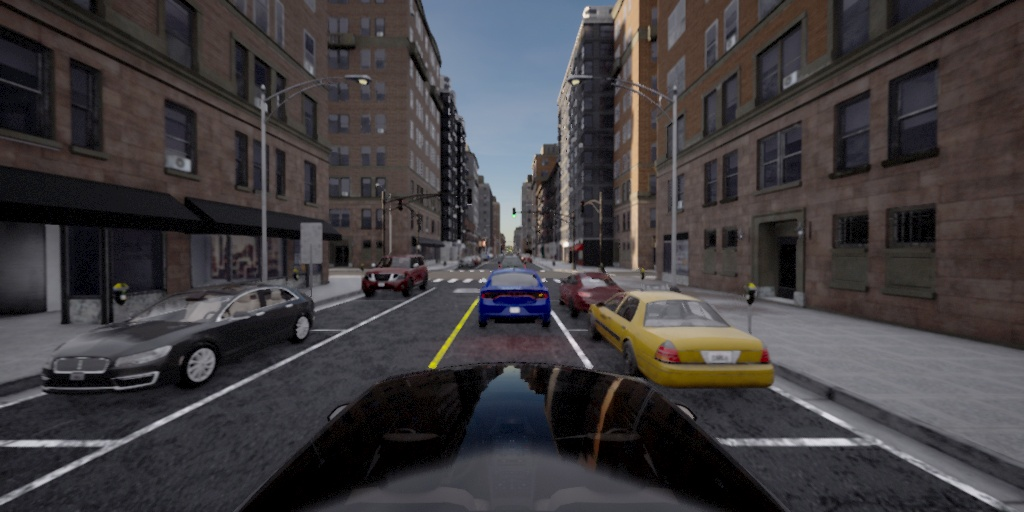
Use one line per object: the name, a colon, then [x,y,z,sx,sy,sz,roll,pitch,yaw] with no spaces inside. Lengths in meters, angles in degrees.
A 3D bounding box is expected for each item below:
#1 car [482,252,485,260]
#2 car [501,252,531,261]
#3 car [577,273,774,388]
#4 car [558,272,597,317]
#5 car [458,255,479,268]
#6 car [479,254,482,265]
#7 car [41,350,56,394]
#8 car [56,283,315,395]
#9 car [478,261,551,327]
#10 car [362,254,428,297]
car: [-5.621,0.542,54.664,1.751,1.417,4.829,0,0,0]
car: [0.000,0.776,25.704,2.097,1.767,4.553,0,1,0]
car: [2.616,1.207,6.838,1.751,1.417,4.829,0,0,0]
car: [2.593,1.189,12.080,1.802,1.307,4.207,0,0,0]
car: [-5.573,0.719,43.927,2.007,1.370,4.403,0,0,0]
car: [-5.597,0.638,49.381,1.888,1.381,4.507,0,0,0]
car: [-5.384,1.307,1.229,2.007,1.370,4.403,0,0,0]
car: [-5.408,1.233,6.642,2.007,1.370,4.403,0,0,0]
car: [0.057,1.100,11.013,1.882,1.535,5.008,0,1,0]
car: [-5.456,0.848,17.466,2.192,1.841,5.009,0,0,0]
